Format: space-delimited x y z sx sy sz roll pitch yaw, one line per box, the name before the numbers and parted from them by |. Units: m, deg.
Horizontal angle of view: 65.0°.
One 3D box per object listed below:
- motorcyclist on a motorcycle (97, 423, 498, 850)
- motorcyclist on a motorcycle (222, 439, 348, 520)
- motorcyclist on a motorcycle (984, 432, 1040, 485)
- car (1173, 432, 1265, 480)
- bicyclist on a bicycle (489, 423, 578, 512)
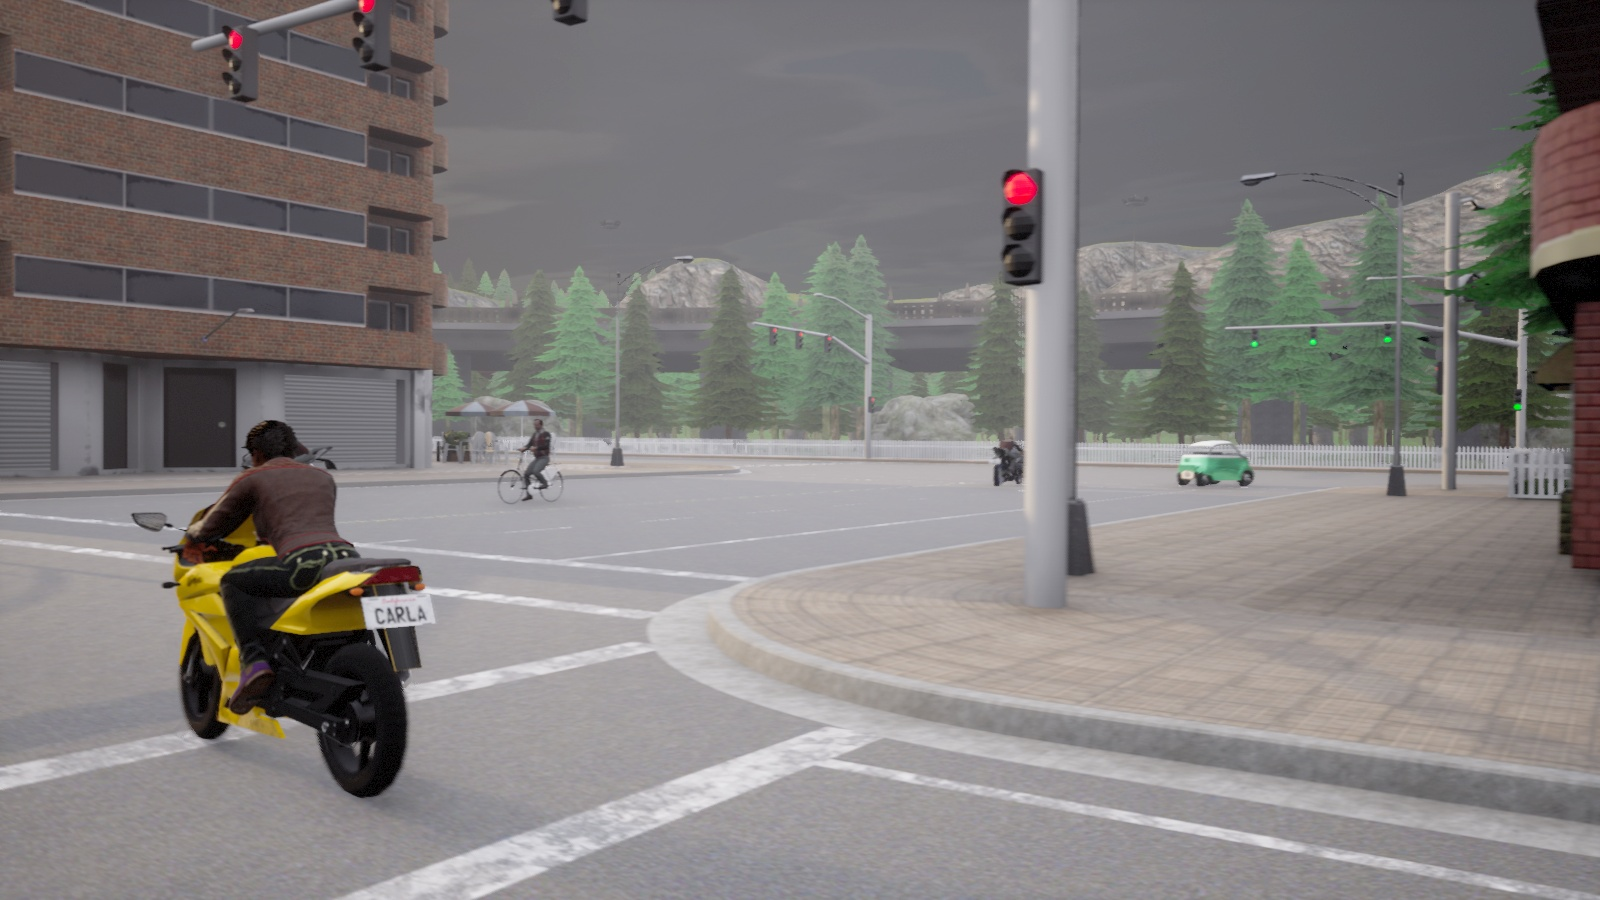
motorcyclist on a motorcycle | -2.249 0.668 5.469 2.044 1.523 0.797 0 0 42
motorcyclist on a motorcycle | -10.244 0.558 25.073 0.866 1.530 2.191 0 1 34
motorcyclist on a motorcycle | 6.324 0.228 37.286 0.866 1.530 2.191 -1 1 31
car | 12.616 0.170 37.832 2.207 1.376 1.481 -1 0 -28
bicyclist on a bicycle | -5.478 0.332 25.890 0.659 1.776 1.843 0 1 34
